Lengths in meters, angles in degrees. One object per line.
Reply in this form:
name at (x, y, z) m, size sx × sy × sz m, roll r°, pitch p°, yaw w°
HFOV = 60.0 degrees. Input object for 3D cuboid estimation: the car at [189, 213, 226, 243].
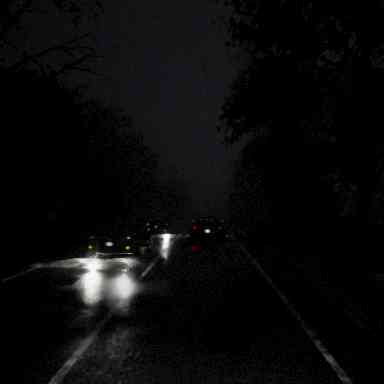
car at (0.884, 2.090, 19.112) m, size 1.994 × 1.385 × 4.181 m, roll 0°, pitch -3°, yaw 2°

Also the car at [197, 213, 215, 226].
car at (1.710, 3.239, 39.794) m, size 2.033 × 1.411 × 5.357 m, roll 0°, pitch -3°, yaw 3°

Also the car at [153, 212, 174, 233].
car at (-2.486, 2.413, 26.490) m, size 1.837 × 1.490 × 4.892 m, roll 0°, pitch -4°, yaw 3°

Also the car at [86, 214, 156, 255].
car at (-3.022, 1.840, 14.436) m, size 1.994 × 1.385 × 4.181 m, roll 0°, pitch -2°, yaw 3°
